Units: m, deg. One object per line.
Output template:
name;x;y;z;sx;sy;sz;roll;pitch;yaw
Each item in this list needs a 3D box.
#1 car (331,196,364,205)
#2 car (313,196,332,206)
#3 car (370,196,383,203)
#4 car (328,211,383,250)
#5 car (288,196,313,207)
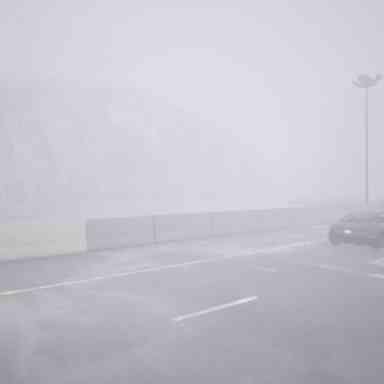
car;20.010;1.356;42.135;4.181;1.385;1.994;0;0;-38
car;19.205;1.290;45.962;4.892;1.490;1.837;0;0;-38
car;23.275;1.292;40.256;4.892;1.490;1.837;0;0;-38
car;7.567;1.491;14.026;4.181;1.385;1.994;0;0;-38
car;15.731;1.298;47.674;4.892;1.490;1.837;0;0;-38
